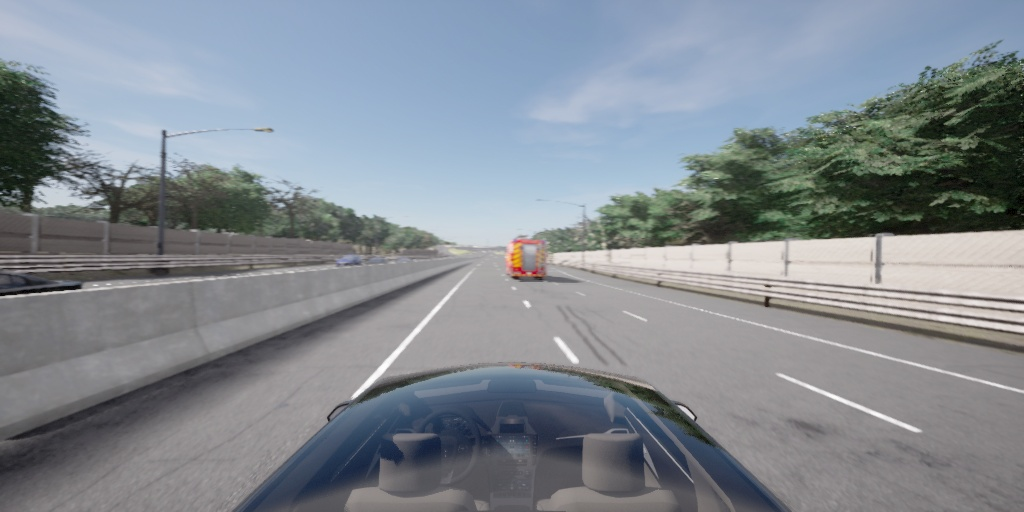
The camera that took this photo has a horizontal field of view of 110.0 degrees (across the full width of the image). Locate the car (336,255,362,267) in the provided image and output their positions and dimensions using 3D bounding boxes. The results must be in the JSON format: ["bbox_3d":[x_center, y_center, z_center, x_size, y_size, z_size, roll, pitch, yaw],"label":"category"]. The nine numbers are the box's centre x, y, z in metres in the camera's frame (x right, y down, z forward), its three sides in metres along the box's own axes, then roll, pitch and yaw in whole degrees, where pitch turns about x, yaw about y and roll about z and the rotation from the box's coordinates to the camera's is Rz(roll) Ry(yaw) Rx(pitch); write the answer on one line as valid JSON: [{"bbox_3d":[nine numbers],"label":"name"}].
[{"bbox_3d":[-20.872,0.709,46.218,1.812,1.442,4.674,1,0,-3],"label":"car"}]

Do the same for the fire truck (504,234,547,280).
[{"bbox_3d":[1.143,0.114,33.370,2.891,3.827,8.468,2,0,-4],"label":"fire truck"}]

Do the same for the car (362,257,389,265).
[{"bbox_3d":[-17.389,0.838,46.551,1.994,1.385,4.181,1,0,-3],"label":"car"}]

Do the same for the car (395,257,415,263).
[{"bbox_3d":[-13.893,0.857,46.677,2.128,1.511,4.902,1,0,-3],"label":"car"}]

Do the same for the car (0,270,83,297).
[{"bbox_3d":[-11.095,0.934,6.467,1.882,1.535,5.008,1,0,-4],"label":"car"}]
